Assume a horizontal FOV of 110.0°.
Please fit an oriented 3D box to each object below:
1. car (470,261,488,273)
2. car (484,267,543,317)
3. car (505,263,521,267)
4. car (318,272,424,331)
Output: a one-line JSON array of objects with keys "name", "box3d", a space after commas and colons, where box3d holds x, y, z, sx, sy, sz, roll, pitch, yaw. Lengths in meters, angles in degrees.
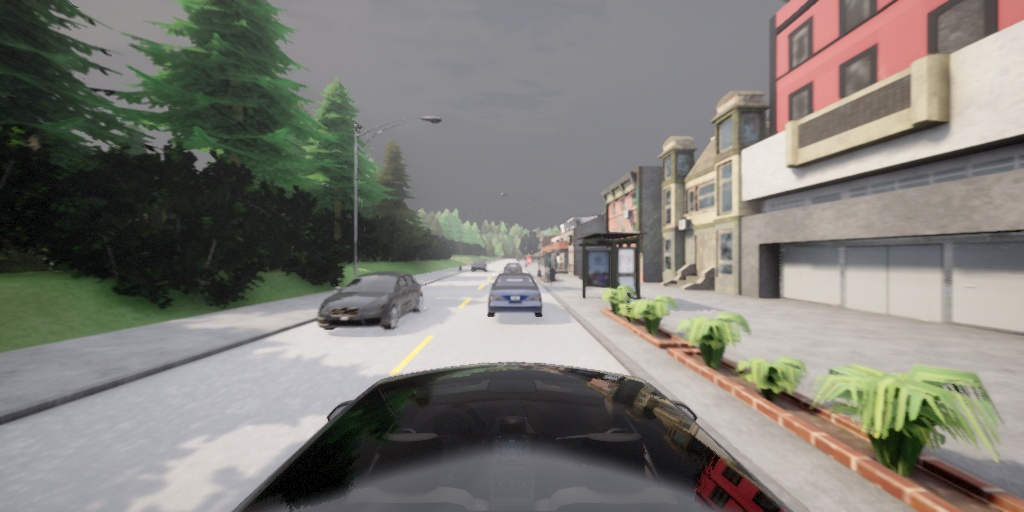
[{"name": "car", "box3d": [-4.082, 1.336, 45.458, 1.837, 1.490, 4.892, 0, 0, 0]}, {"name": "car", "box3d": [0.096, 1.319, 13.305, 2.033, 1.411, 5.357, 0, 0, 0]}, {"name": "car", "box3d": [0.105, 1.358, 34.418, 2.033, 1.411, 5.357, 0, 0, 0]}, {"name": "car", "box3d": [-4.098, 1.272, 11.201, 1.837, 1.490, 4.892, 0, 0, 0]}]
